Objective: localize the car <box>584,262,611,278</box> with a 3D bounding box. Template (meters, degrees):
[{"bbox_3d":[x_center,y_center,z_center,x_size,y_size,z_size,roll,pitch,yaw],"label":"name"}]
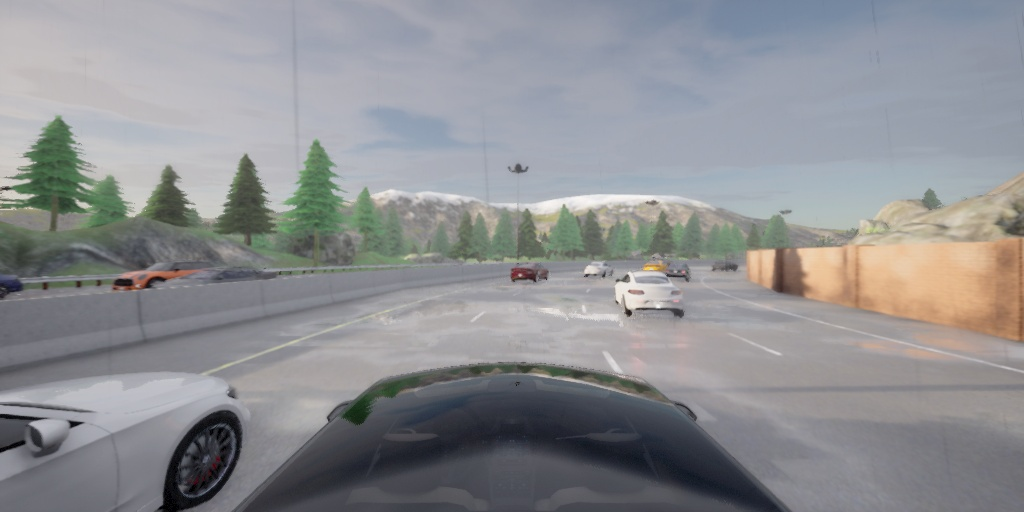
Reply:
[{"bbox_3d":[8.222,1.261,33.851,1.812,1.442,4.674,0,0,28],"label":"car"}]

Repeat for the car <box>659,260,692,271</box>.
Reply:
[{"bbox_3d":[14.068,1.295,30.334,2.033,1.411,5.357,0,0,29],"label":"car"}]

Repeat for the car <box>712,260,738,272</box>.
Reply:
[{"bbox_3d":[28.037,1.249,47.137,4.902,1.511,2.128,0,0,-41],"label":"car"}]

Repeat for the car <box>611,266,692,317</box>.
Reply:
[{"bbox_3d":[4.873,1.274,13.159,1.812,1.442,4.674,0,0,11],"label":"car"}]

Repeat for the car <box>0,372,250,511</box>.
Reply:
[{"bbox_3d":[-3.369,1.270,1.370,1.812,1.442,4.674,0,0,1],"label":"car"}]

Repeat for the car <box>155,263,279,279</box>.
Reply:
[{"bbox_3d":[-15.646,1.255,19.781,2.033,1.411,5.357,0,0,11],"label":"car"}]

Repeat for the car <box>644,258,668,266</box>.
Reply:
[{"bbox_3d":[15.782,1.221,38.792,1.882,1.535,5.008,-1,0,37],"label":"car"}]

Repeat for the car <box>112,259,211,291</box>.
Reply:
[{"bbox_3d":[-19.120,1.052,20.155,2.097,1.767,4.553,0,0,11],"label":"car"}]

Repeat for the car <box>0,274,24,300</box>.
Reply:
[{"bbox_3d":[-23.563,1.224,14.537,1.812,1.442,4.674,0,0,7],"label":"car"}]

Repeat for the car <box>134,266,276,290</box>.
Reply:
[{"bbox_3d":[-12.846,1.281,15.420,1.994,1.385,4.181,0,0,10],"label":"car"}]

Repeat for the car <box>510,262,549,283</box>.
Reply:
[{"bbox_3d":[1.481,1.207,27.743,1.882,1.535,5.008,0,0,21],"label":"car"}]
